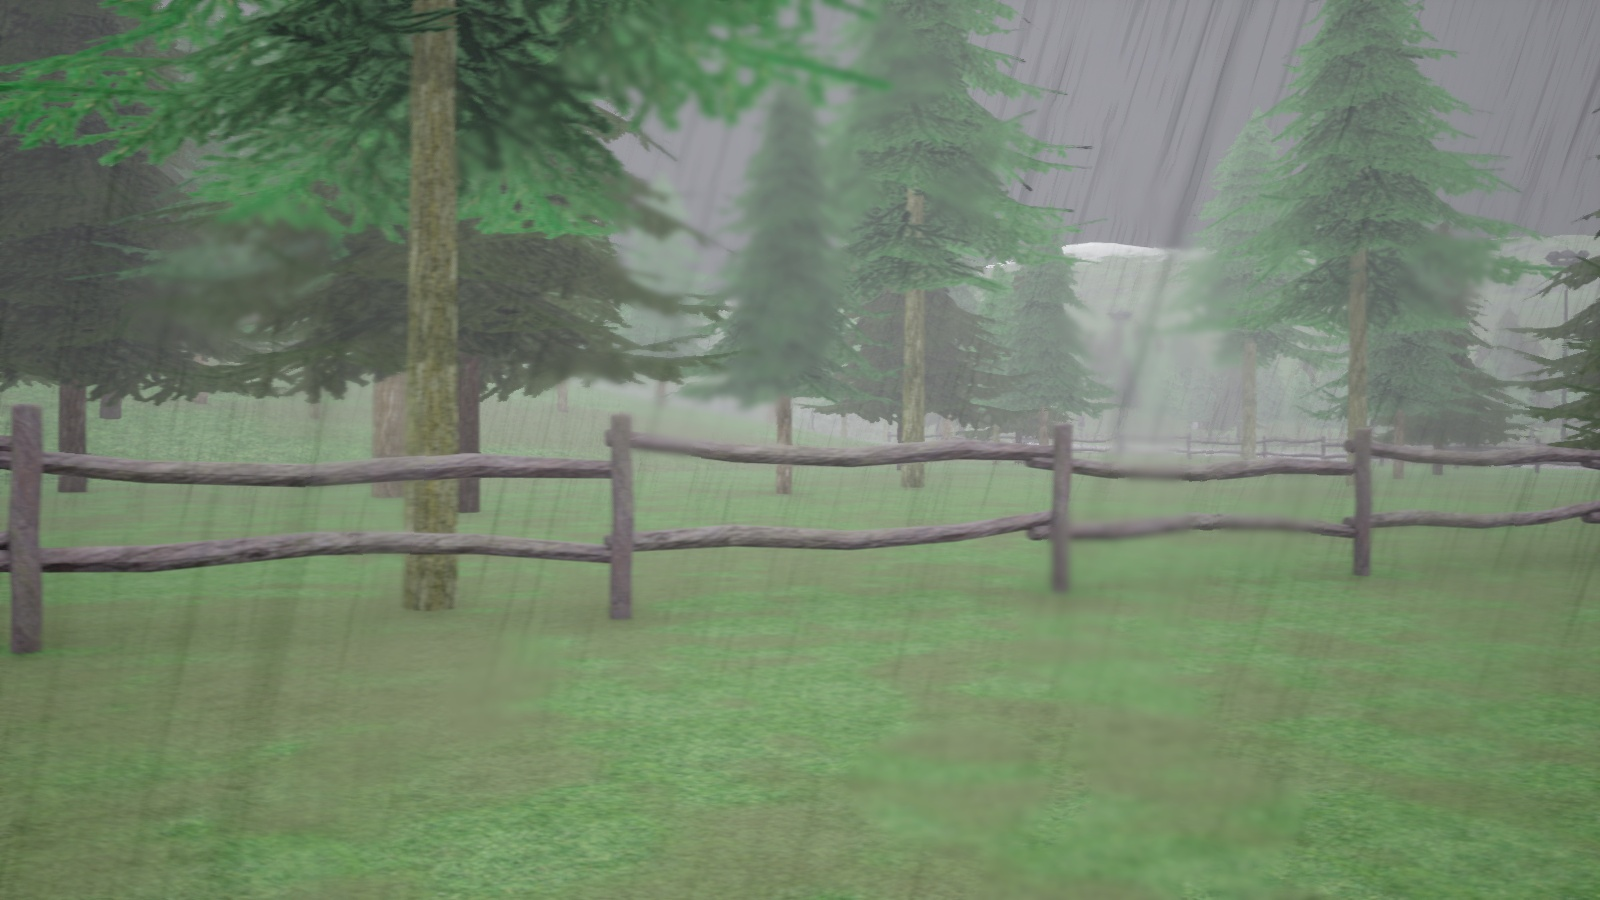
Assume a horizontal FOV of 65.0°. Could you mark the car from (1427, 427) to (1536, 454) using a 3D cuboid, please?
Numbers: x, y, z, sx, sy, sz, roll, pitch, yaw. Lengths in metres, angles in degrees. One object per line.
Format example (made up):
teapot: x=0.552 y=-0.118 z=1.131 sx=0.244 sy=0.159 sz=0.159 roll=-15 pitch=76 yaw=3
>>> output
car: x=33.915 y=-0.488 z=62.643 sx=1.895 sy=1.301 sz=4.718 roll=-1 pitch=1 yaw=-21
